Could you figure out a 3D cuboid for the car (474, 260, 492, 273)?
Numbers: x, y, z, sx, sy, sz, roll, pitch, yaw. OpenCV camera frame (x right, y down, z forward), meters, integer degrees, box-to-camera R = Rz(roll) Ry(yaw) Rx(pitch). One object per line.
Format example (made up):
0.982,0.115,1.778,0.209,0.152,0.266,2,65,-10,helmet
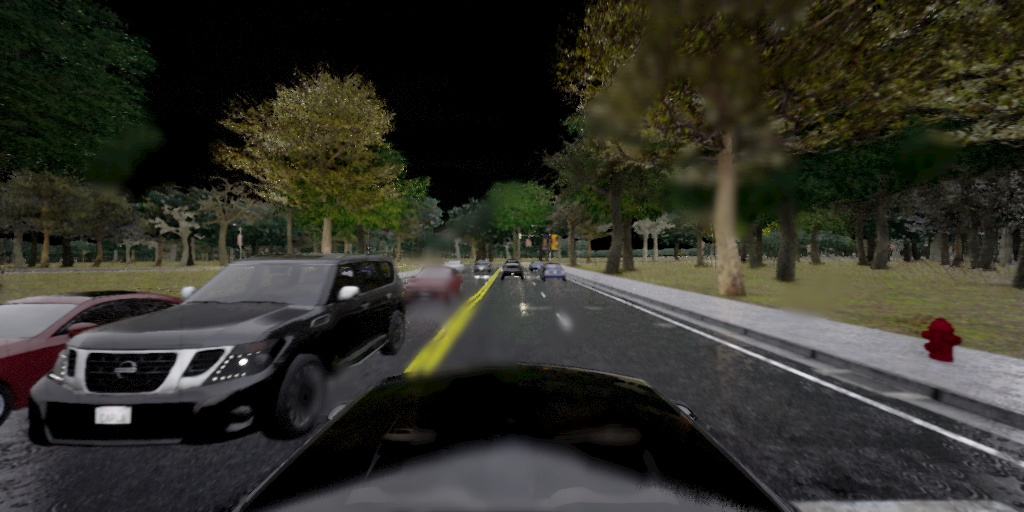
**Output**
-3.342,1.199,41.867,2.128,1.511,4.902,0,0,0,car

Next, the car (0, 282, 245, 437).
-6.601,1.286,5.310,1.812,1.442,4.674,0,0,0,car

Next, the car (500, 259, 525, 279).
0.039,1.225,31.700,1.837,1.490,4.892,0,0,0,car

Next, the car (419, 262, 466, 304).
-3.367,1.226,16.434,1.882,1.535,5.008,0,0,0,car

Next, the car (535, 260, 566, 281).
3.236,1.268,29.311,2.033,1.411,5.357,0,0,0,car

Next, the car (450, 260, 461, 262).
-6.593,1.238,41.738,1.812,1.442,4.674,0,0,0,car

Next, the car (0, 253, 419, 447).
-3.354,0.975,5.768,2.150,2.045,5.566,0,0,0,car

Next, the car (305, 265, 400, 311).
-6.618,1.233,15.583,1.882,1.535,5.008,0,0,0,car

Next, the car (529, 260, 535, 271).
3.235,1.245,46.532,1.994,1.385,4.181,0,0,0,car
